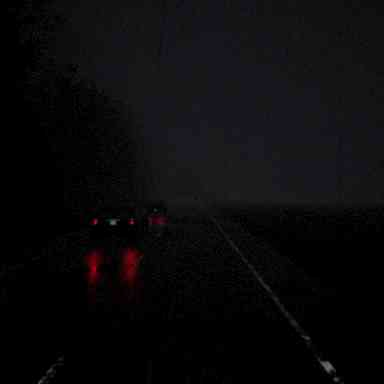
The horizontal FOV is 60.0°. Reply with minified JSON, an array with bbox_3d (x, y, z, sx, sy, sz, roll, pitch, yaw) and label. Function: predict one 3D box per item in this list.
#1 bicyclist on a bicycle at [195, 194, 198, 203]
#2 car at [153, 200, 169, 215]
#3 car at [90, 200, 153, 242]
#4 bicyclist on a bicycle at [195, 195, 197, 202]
[{"bbox_3d":[0.970,1.392,70.907,0.659,1.776,1.843,0,0,0],"label":"bicyclist on a bicycle"},{"bbox_3d":[-3.397,1.501,33.368,2.128,1.511,4.902,0,0,0],"label":"car"},{"bbox_3d":[-3.400,1.356,16.457,2.097,1.767,4.553,0,0,0],"label":"car"},{"bbox_3d":[0.972,1.478,79.911,0.582,1.620,1.656,0,0,0],"label":"bicyclist on a bicycle"}]
